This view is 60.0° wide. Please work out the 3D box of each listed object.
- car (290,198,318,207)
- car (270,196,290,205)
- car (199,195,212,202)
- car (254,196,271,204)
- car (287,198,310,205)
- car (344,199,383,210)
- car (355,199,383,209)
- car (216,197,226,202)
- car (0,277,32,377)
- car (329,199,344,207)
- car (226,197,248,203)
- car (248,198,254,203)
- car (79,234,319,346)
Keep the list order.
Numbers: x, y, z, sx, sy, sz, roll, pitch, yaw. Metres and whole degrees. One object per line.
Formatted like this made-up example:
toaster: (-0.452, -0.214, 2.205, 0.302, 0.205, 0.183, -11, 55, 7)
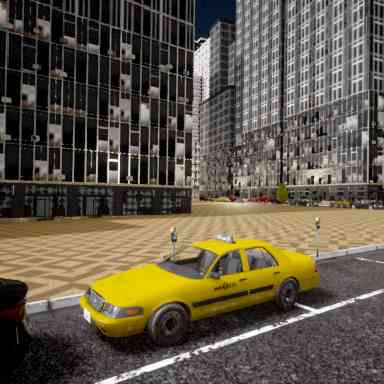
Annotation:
car: (18.374, 1.715, 53.559, 2.008, 1.369, 4.403, 1, -1, -22)
car: (16.266, 1.636, 58.739, 1.967, 1.590, 4.097, 1, -1, -22)
car: (3.612, 1.698, 89.813, 2.192, 1.841, 5.009, 1, -1, -22)
car: (17.228, 1.753, 77.272, 2.192, 1.841, 5.009, 1, -1, -22)
car: (21.445, 1.926, 66.907, 2.008, 1.369, 4.403, 1, -1, -22)
car: (22.592, 1.653, 43.201, 2.008, 1.369, 4.403, 1, -1, -22)
car: (27.776, 1.833, 51.363, 2.008, 1.369, 4.403, 1, -1, -22)
car: (7.892, 1.845, 79.296, 1.752, 1.417, 4.829, 1, -1, -22)
car: (-3.944, 1.565, 3.272, 4.313, 1.339, 1.947, 0, 1, -36)
car: (25.601, 1.839, 56.702, 1.752, 1.417, 4.829, 1, -1, -22)
car: (9.938, 1.729, 74.275, 1.967, 1.590, 4.097, 1, -1, -22)
car: (15.114, 2.051, 82.450, 1.802, 1.307, 4.206, 1, -1, -22)
car: (0.420, 1.528, 6.330, 4.829, 1.417, 1.752, 0, 1, -35)
